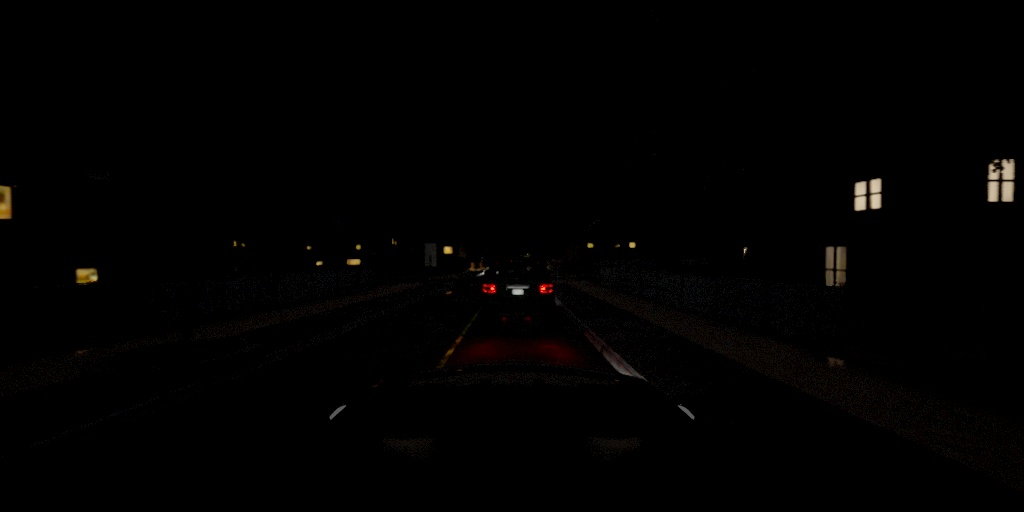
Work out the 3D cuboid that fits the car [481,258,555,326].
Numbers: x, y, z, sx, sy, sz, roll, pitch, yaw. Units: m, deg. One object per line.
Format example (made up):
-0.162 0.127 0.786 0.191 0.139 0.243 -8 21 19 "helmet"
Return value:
0.185 1.091 12.322 2.150 2.045 5.566 0 -1 1 "car"
